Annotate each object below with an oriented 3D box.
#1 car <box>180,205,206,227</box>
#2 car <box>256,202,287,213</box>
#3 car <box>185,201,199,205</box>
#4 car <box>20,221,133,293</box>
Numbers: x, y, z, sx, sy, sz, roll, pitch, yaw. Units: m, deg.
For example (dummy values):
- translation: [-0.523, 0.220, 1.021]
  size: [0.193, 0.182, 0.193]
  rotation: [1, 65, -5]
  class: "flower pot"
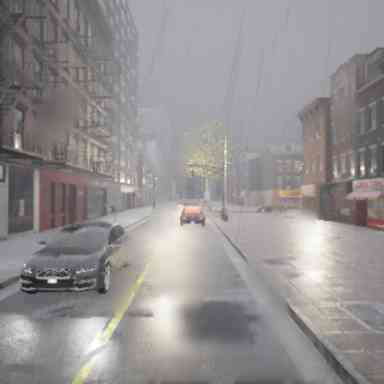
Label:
- translation: [0.054, 1.924, 25.920]
  size: [1.895, 1.301, 4.718]
  rotation: [0, -1, 0]
  class: "car"
- translation: [10.900, 2.089, 45.953]
  size: [4.097, 1.590, 1.967]
  rotation: [0, -1, 0]
  class: "car"
- translation: [-0.020, 1.800, 35.828]
  size: [2.097, 1.767, 4.553]
  rotation: [0, -1, 0]
  class: "car"
- translation: [-2.855, 1.623, 9.229]
  size: [1.837, 1.490, 4.892]
  rotation: [0, -1, 0]
  class: "car"
